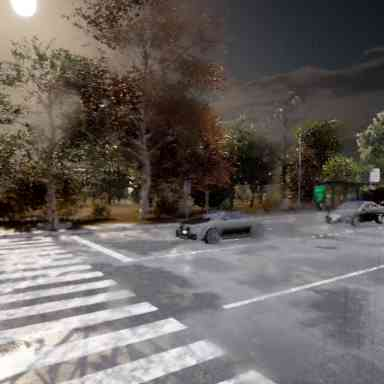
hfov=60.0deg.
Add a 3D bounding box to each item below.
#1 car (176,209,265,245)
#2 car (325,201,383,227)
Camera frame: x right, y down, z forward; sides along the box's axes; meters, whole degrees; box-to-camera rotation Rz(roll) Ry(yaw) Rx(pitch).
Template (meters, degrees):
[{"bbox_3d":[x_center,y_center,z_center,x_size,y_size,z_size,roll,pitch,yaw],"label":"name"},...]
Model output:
[{"bbox_3d":[1.342,1.503,15.207,4.181,1.385,1.994,0,0,-34],"label":"car"},{"bbox_3d":[10.678,1.360,21.620,4.902,1.511,2.128,-1,1,-34],"label":"car"}]
